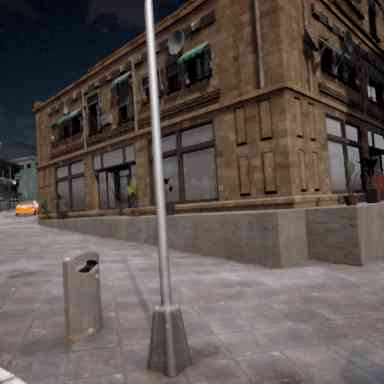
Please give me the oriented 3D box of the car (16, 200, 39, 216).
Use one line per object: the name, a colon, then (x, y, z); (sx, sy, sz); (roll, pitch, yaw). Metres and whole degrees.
car: (-18.639, 1.745, 38.279); (2.097, 1.767, 4.553); (-3, 0, -13)
